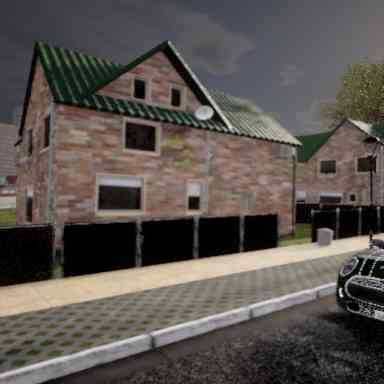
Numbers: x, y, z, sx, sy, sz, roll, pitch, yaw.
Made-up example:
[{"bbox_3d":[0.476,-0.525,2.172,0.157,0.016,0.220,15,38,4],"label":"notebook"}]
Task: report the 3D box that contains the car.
[{"bbox_3d":[4.851,1.384,6.503,4.553,1.767,2.097,1,0,-35],"label":"car"}]
